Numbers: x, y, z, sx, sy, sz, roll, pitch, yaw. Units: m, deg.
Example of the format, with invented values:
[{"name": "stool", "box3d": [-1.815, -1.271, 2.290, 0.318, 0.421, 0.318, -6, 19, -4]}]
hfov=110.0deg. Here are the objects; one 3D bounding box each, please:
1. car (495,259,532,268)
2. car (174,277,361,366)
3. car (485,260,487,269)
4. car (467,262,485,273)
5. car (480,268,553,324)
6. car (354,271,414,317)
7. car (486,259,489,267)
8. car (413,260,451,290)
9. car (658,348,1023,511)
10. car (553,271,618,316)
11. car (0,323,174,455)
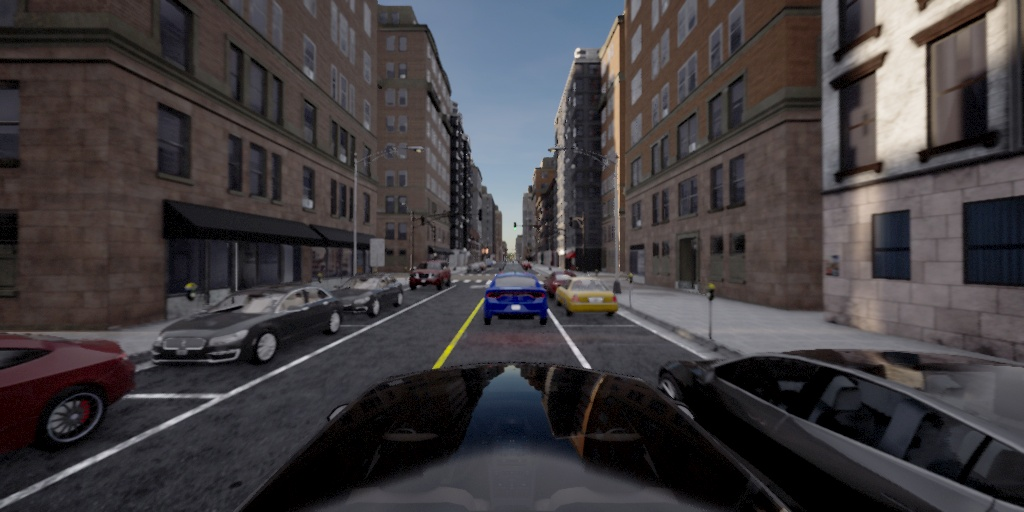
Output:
[{"name": "car", "box3d": [0.104, 1.263, 25.773, 2.097, 1.767, 4.553, 0, 0, 0]}, {"name": "car", "box3d": [-5.386, 1.344, 8.029, 2.007, 1.370, 4.403, 0, 0, 0]}, {"name": "car", "box3d": [-5.377, 1.655, 56.184, 1.888, 1.381, 4.507, 0, 0, 0]}, {"name": "car", "box3d": [-5.378, 1.626, 50.730, 2.007, 1.370, 4.403, 0, 0, 0]}, {"name": "car", "box3d": [0.101, 1.300, 12.259, 1.882, 1.535, 5.008, 0, -1, 0]}, {"name": "car", "box3d": [-5.385, 1.380, 13.442, 2.007, 1.370, 4.403, 0, 0, 0]}, {"name": "car", "box3d": [-5.376, 1.670, 61.468, 1.751, 1.417, 4.829, 0, 0, 0]}, {"name": "car", "box3d": [-5.383, 1.216, 24.267, 2.192, 1.841, 5.009, 0, 0, 0]}, {"name": "car", "box3d": [2.638, 1.322, 2.606, 1.948, 1.339, 4.313, 0, 0, 0]}, {"name": "car", "box3d": [2.640, 1.355, 13.602, 1.751, 1.417, 4.829, 0, 0, 0]}, {"name": "car", "box3d": [-5.387, 1.338, 2.616, 1.802, 1.307, 4.207, 0, 0, 0]}]
